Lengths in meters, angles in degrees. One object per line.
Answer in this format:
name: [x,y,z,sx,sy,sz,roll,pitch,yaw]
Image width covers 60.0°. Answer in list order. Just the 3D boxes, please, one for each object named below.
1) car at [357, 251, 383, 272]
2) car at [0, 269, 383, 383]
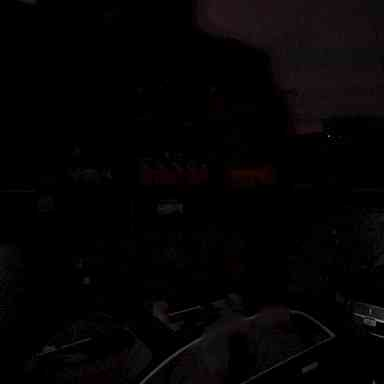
car: [4.214,1.549,5.835,4.403,1.369,2.008,0,-2,-35]
car: [-0.225,1.550,2.674,4.403,1.369,2.008,0,-2,-35]
